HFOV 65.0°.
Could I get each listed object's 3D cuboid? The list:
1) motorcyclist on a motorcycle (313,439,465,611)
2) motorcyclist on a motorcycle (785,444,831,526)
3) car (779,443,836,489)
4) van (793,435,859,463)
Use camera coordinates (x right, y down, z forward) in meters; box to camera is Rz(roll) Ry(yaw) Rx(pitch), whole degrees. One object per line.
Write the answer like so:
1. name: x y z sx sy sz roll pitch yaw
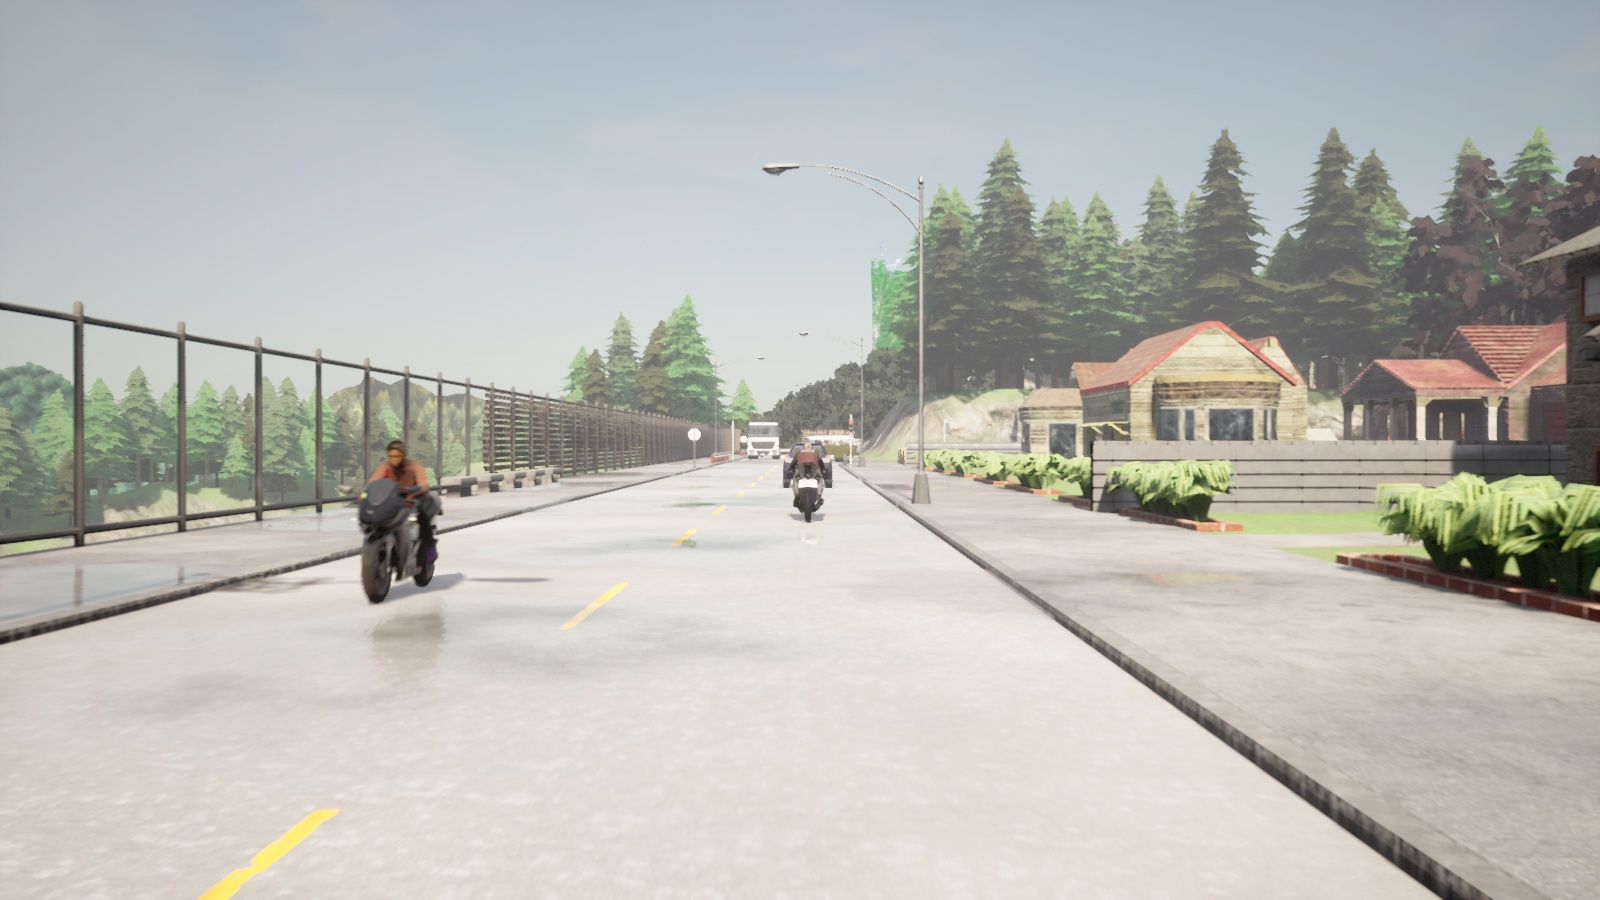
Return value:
1. motorcyclist on a motorcycle: -3.916 0.657 12.152 0.797 1.523 2.044 0 0 0
2. motorcyclist on a motorcycle: 0.155 0.643 24.583 0.866 1.530 2.191 0 0 0
3. car: 0.259 0.519 42.846 1.845 1.501 3.633 0 0 0
4. van: 1.963 -0.060 94.272 4.480 2.038 2.069 0 0 -23
